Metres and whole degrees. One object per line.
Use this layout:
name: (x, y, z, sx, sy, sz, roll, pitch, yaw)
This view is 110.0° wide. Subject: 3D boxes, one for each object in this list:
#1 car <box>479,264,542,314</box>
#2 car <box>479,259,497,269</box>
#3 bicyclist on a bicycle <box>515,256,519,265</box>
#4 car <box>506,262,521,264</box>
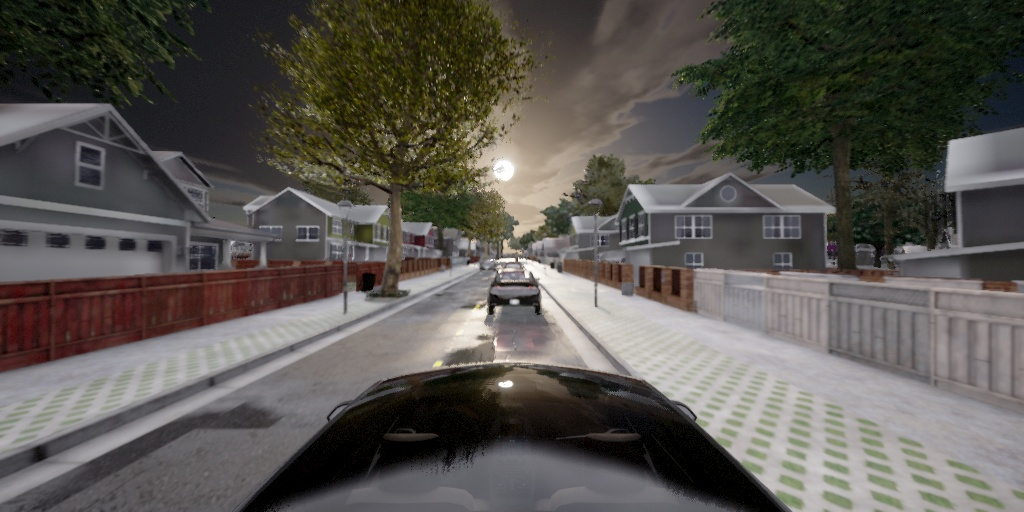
car: (0.093, 1.242, 13.797, 2.128, 1.511, 4.902, 0, 0, 0)
car: (-2.818, 1.132, 42.525, 2.128, 1.511, 4.902, 0, 0, 0)
bicyclist on a bicycle: (0.789, 0.912, 57.883, 0.659, 1.776, 1.843, 0, 1, 0)
car: (0.105, 1.234, 29.958, 1.812, 1.442, 4.674, 0, 0, 0)
